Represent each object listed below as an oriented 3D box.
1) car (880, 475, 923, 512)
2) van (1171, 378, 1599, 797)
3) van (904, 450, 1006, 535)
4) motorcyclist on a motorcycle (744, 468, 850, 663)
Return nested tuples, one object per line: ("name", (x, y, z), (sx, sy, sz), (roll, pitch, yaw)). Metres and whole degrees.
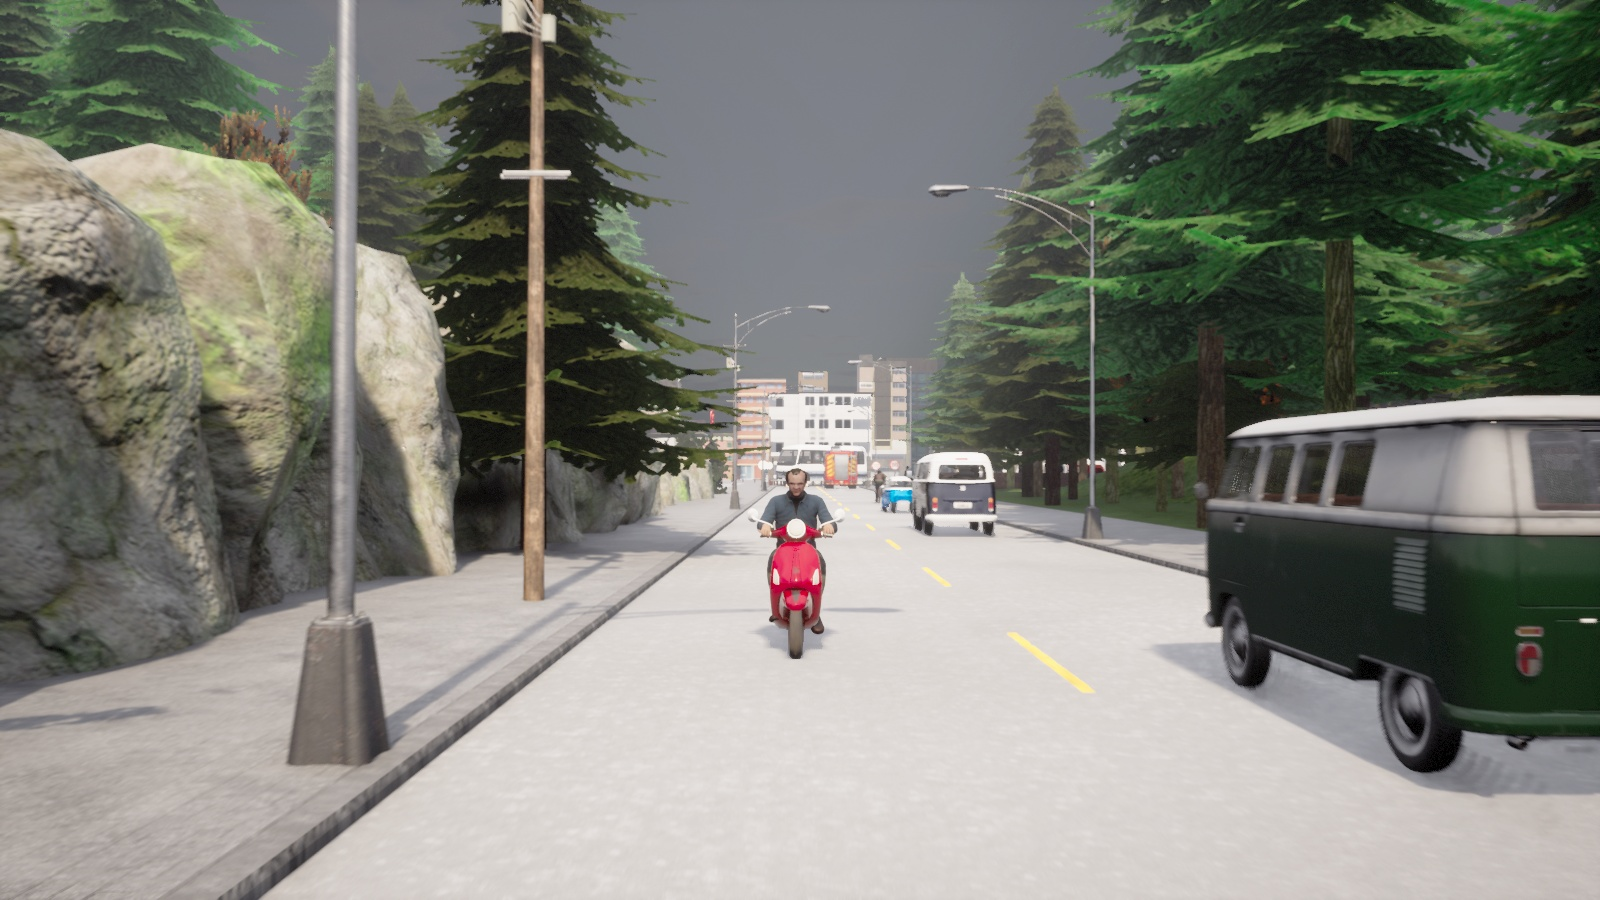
("car", (3.886, 1.665, 48.444), (1.481, 1.376, 2.207), (0, -1, 0))
("van", (3.980, 0.689, 8.203), (1.775, 1.987, 4.442), (0, -1, 0))
("van", (3.922, 1.068, 32.585), (2.069, 2.038, 4.480), (0, -1, 0))
("motorcyclist on a motorcycle", (-0.027, 0.955, 11.167), (0.866, 1.590, 1.817), (0, -1, 0))
